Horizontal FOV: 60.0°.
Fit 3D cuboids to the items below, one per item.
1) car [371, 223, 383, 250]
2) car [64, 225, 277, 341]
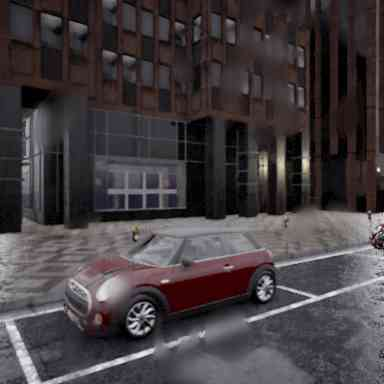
[{"bbox_3d":[8.710,1.414,12.865,4.097,1.590,1.967,0,0,-36],"label":"car"},{"bbox_3d":[-0.283,1.435,6.447,4.097,1.590,1.967,0,0,-36],"label":"car"}]
